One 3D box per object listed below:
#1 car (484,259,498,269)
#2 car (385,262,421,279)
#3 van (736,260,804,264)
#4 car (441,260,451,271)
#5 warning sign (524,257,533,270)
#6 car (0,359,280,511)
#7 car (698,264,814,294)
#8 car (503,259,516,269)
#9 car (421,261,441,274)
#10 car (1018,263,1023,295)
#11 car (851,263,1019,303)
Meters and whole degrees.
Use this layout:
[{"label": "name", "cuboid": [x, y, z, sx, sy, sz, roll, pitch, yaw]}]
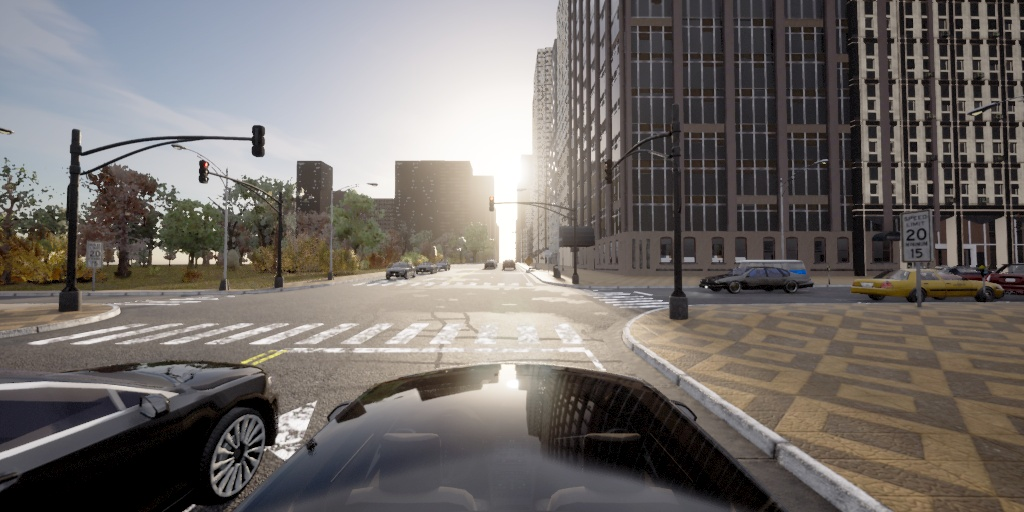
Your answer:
[{"label": "car", "cuboid": [-3.812, 1.475, 62.729, 1.837, 1.490, 4.892, 0, 0, -1]}, {"label": "car", "cuboid": [-10.146, 1.328, 33.067, 1.837, 1.490, 4.892, 0, 0, -2]}, {"label": "van", "cuboid": [15.761, 1.128, 22.079, 3.998, 1.789, 1.690, 0, 0, -1]}, {"label": "car", "cuboid": [-10.316, 1.404, 53.189, 2.128, 1.511, 4.902, 0, 0, -1]}, {"label": "warning sign", "cuboid": [2.399, 1.014, 50.896, 1.300, 1.860, 1.060, 0, 0, -1]}, {"label": "car", "cuboid": [-3.140, 1.241, 1.489, 2.128, 1.511, 4.902, 0, 0, -1]}, {"label": "car", "cuboid": [13.149, 1.273, 19.434, 5.357, 1.411, 2.033, 0, -2, -1]}, {"label": "car", "cuboid": [-0.458, 1.311, 60.571, 2.097, 1.767, 4.553, 0, 0, 1]}, {"label": "car", "cuboid": [-10.223, 1.425, 42.965, 1.994, 1.385, 4.181, 0, 0, 0]}, {"label": "car", "cuboid": [21.630, 0.965, 14.182, 4.097, 1.591, 1.967, 0, 0, -1]}, {"label": "car", "cuboid": [16.216, 1.078, 14.065, 4.829, 1.417, 1.751, 0, 0, -1]}]
